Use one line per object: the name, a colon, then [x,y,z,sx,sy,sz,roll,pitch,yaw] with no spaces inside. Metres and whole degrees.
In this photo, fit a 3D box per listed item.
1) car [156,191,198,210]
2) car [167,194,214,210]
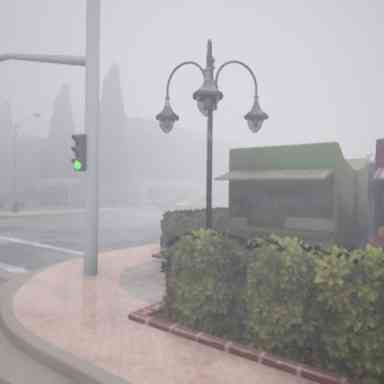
car: [-1.350,0.893,35.206,2.150,2.045,5.566,1,1,37]
car: [0.195,1.202,31.440,1.882,1.535,5.008,1,1,37]
